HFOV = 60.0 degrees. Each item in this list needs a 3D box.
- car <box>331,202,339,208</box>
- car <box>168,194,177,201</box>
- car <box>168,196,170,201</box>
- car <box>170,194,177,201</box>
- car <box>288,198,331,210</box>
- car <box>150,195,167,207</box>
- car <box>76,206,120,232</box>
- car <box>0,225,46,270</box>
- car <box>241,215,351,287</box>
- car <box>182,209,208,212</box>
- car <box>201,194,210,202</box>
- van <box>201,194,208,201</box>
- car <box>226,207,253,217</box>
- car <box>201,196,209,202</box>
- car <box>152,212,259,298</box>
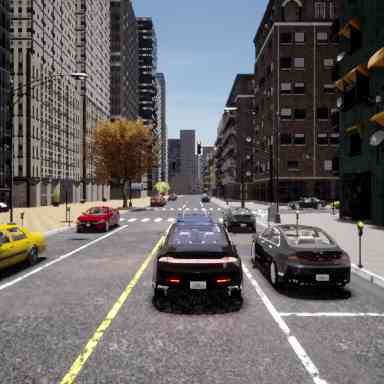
[{"bbox_3d":[19.017,1.259,39.562,4.829,1.417,1.752,-1,1,0],"label":"car"},{"bbox_3d":[-5.241,1.410,91.271,2.192,1.841,5.009,0,0,0],"label":"car"},{"bbox_3d":[-5.405,1.607,58.134,1.947,1.339,4.313,0,0,0],"label":"car"},{"bbox_3d":[-5.268,1.650,85.749,1.947,1.339,4.313,0,0,0],"label":"car"},{"bbox_3d":[13.620,1.359,39.534,4.403,1.369,2.008,-1,1,0],"label":"car"},{"bbox_3d":[-5.433,1.349,52.611,2.192,1.841,5.009,0,0,0],"label":"car"},{"bbox_3d":[-5.594,1.549,20.224,1.887,1.381,4.507,0,0,0],"label":"car"},{"bbox_3d":[-5.649,1.526,8.988,1.752,1.417,4.829,0,0,0],"label":"car"},{"bbox_3d":[2.732,1.552,9.116,2.008,1.369,4.403,0,0,0],"label":"car"},{"bbox_3d":[0.167,1.605,18.636,1.895,1.301,4.718,0,0,1],"label":"car"},{"bbox_3d":[3.058,1.630,74.660,1.947,1.339,4.313,0,0,0],"label":"car"},{"bbox_3d":[3.113,1.425,85.707,1.690,1.788,3.998,0,0,0],"label":"van"},{"bbox_3d":[2.786,1.555,20.182,2.008,1.369,4.403,0,0,0],"label":"car"},{"bbox_3d":[3.086,1.599,80.353,1.752,1.417,4.829,0,0,0],"label":"car"},{"bbox_3d":[0.130,1.492,8.518,2.128,1.511,4.902,0,0,0],"label":"car"}]
